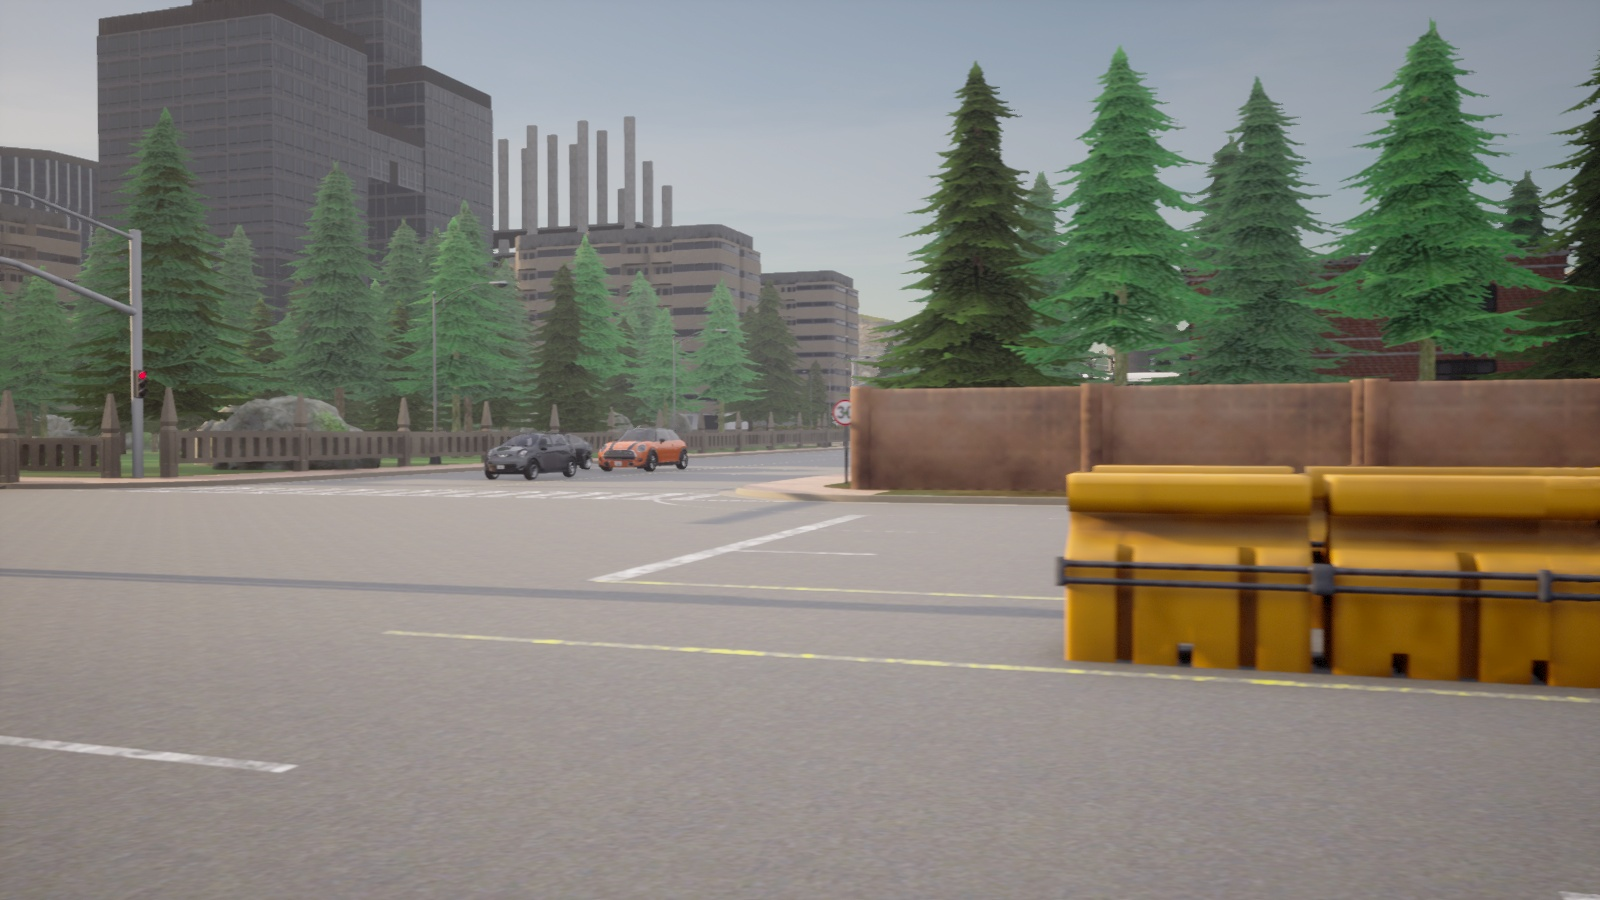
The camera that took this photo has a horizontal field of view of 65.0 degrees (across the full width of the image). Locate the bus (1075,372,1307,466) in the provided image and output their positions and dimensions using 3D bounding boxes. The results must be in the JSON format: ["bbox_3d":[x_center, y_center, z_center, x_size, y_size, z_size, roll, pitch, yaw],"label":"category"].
[{"bbox_3d":[18.711,-1.483,60.272,10.273,4.253,3.944,1,1,21],"label":"bus"}]

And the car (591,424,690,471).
[{"bbox_3d":[-6.220,-0.129,49.419,2.097,1.767,4.553,1,1,18],"label":"car"}]

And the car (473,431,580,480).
[{"bbox_3d":[-8.928,0.146,41.249,1.845,1.501,3.633,1,1,18],"label":"car"}]

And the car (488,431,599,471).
[{"bbox_3d":[-9.966,-0.001,49.247,2.163,1.488,4.792,1,1,18],"label":"car"}]
